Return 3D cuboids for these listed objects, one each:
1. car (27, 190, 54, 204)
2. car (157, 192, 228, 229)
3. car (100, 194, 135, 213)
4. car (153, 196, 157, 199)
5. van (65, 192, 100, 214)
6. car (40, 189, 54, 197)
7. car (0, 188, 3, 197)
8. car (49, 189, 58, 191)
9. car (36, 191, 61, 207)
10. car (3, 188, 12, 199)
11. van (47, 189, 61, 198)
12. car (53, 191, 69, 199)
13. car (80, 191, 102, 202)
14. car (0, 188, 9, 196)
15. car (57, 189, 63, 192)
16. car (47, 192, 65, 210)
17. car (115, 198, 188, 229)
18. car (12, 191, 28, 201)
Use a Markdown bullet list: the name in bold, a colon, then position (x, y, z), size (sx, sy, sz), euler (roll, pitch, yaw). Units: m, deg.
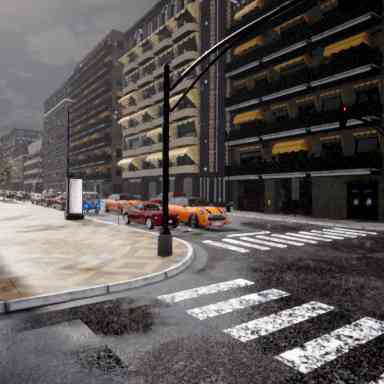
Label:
- **car**: position (-18.990, 0.805, 41.774), size (1.752, 1.417, 4.829), euler (2, 0, -36)
- **car**: position (0.110, 1.106, 19.902), size (2.097, 1.767, 4.553), euler (1, 0, -35)
- **car**: position (-5.574, 0.955, 27.753), size (2.097, 1.767, 4.553), euler (1, 0, -36)
- **car**: position (-2.322, 0.936, 33.138), size (2.192, 1.841, 5.009), euler (2, 0, -36)
- **van**: position (-9.090, 0.881, 28.197), size (1.690, 1.788, 3.998), euler (2, 0, -36)
- **car**: position (-32.307, 0.272, 74.283), size (1.967, 1.590, 4.097), euler (2, 0, -36)
- **car**: position (-39.078, 0.301, 69.341), size (2.008, 1.369, 4.403), euler (2, 0, -36)
- **car**: position (-25.090, 0.599, 59.983), size (2.033, 1.411, 5.357), euler (1, 0, -38)
- **car**: position (-15.759, 0.909, 37.340), size (1.887, 1.381, 4.507), euler (2, 0, -36)
- **car**: position (-32.416, 0.470, 60.198), size (1.887, 1.381, 4.507), euler (2, 0, -36)
- **van**: position (-28.973, 0.260, 69.711), size (1.690, 1.788, 3.998), euler (2, 0, -36)
- **car**: position (-25.747, 0.529, 65.277), size (1.752, 1.417, 4.829), euler (2, 0, -36)
- **car**: position (-15.650, 0.710, 51.425), size (1.967, 1.590, 4.097), euler (2, 0, -36)
- **car**: position (-42.402, -0.022, 73.913), size (2.192, 1.841, 5.009), euler (2, 0, -36)
- **car**: position (-13.977, 0.735, 39.303), size (2.097, 1.767, 4.553), euler (1, 0, -36)
- **car**: position (-12.427, 0.997, 32.768), size (1.887, 1.381, 4.507), euler (2, 0, -36)
- **car**: position (-2.434, 1.261, 19.053), size (1.887, 1.381, 4.507), euler (2, 0, -36)
- **car**: position (-25.749, 0.541, 51.055), size (1.967, 1.590, 4.097), euler (2, 0, -36)
